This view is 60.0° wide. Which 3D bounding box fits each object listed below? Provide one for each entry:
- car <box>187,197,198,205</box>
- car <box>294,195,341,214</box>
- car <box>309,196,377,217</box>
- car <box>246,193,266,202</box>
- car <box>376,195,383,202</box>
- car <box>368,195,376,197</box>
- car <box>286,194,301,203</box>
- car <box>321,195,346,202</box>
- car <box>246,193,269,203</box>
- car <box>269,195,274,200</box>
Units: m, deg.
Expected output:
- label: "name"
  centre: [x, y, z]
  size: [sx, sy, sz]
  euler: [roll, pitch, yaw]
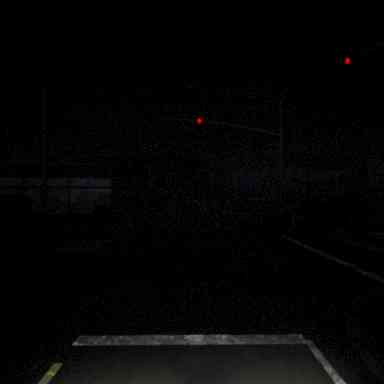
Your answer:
- label: "car"
  centre: [0.119, 1.607, 59.974]
  size: [2.033, 1.411, 5.357]
  euler: [0, 0, 0]
- label: "car"
  centre: [12.966, 1.362, 32.064]
  size: [5.027, 1.636, 2.152]
  euler: [0, 0, 0]
- label: "car"
  centre: [13.034, 1.368, 28.927]
  size: [4.514, 1.523, 2.007]
  euler: [0, 0, 0]
- label: "car"
  centre: [13.339, 1.146, 69.648]
  size: [3.866, 1.878, 1.905]
  euler: [0, 0, 0]
- label: "car"
  centre: [38.623, 1.216, 63.348]
  size: [5.027, 1.636, 2.152]
  euler: [0, 0, 0]
- label: "car"
  centre: [38.267, 1.301, 69.763]
  size: [3.806, 1.475, 1.970]
  euler: [0, 0, 0]
- label: "car"
  centre: [21.224, 1.163, 66.400]
  size: [4.605, 1.855, 1.932]
  euler: [0, 0, 0]
- label: "car"
  centre: [31.200, 1.371, 73.391]
  size: [4.514, 1.523, 2.007]
  euler: [0, 0, 0]
- label: "car"
  centre: [12.745, 1.427, 66.320]
  size: [3.806, 1.475, 1.970]
  euler: [0, 0, 0]
- label: "car"
  centre: [20.377, 1.424, 92.289]
  size: [4.674, 1.442, 1.812]
  euler: [0, 0, 0]
